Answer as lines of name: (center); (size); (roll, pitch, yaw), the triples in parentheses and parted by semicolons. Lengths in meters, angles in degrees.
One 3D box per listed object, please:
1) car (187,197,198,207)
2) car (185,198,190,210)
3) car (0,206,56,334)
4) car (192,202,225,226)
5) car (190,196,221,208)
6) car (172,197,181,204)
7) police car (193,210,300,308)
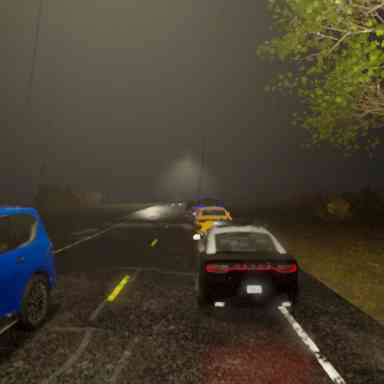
car: (0.117, 1.739, 59.240); (1.882, 1.535, 5.008); (0, 0, 0)
car: (0.123, 1.705, 45.314); (1.837, 1.490, 4.892); (0, 0, 1)
car: (-3.592, 1.239, 3.941); (2.150, 2.045, 5.566); (0, 0, 0)
car: (1.086, 1.559, 18.139); (1.882, 1.535, 5.008); (0, 0, 0)
car: (1.098, 1.332, 24.171); (2.150, 2.045, 5.566); (0, 0, 0)
car: (-3.354, 1.800, 73.211); (1.882, 1.535, 5.008); (0, 0, 0)
police car: (1.067, 1.463, 8.248); (1.930, 1.638, 5.238); (0, 0, 0)
